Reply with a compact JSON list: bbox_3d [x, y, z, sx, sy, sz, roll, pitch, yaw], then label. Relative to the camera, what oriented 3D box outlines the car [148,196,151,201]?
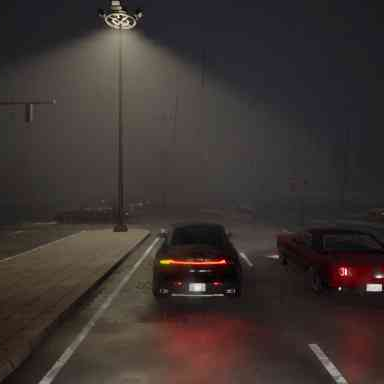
[{"bbox_3d":[-10.989,1.552,79.180,1.994,1.385,4.181,0,0,0],"label":"car"}]

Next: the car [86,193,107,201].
[{"bbox_3d":[-14.759,1.221,51.895,2.150,2.045,5.566,0,0,0],"label":"car"}]

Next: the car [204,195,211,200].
[{"bbox_3d":[4.362,1.595,94.810,1.895,1.301,4.718,0,0,2],"label":"car"}]

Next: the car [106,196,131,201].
[{"bbox_3d":[-11.267,1.601,51.345,1.895,1.301,4.718,0,0,0],"label":"car"}]

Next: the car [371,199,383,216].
[{"bbox_3d":[20.171,1.478,31.882,5.008,1.535,1.882,0,0,1],"label":"car"}]

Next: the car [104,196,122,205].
[{"bbox_3d":[-14.651,1.547,62.144,2.033,1.411,5.357,0,0,1],"label":"car"}]

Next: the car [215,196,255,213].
[{"bbox_3d":[4.974,1.526,37.023,1.812,1.442,4.674,-1,1,-32],"label":"car"}]

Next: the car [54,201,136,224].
[{"bbox_3d":[-7.040,1.547,24.123,5.357,1.411,2.033,0,0,-3],"label":"car"}]

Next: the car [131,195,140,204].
[{"bbox_3d":[-11.185,1.505,60.355,1.837,1.490,4.892,0,0,1],"label":"car"}]

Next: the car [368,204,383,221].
[{"bbox_3d":[15.870,1.477,24.905,5.008,1.535,1.882,0,0,0],"label":"car"}]

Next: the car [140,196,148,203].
[{"bbox_3d":[-11.056,1.595,69.329,1.895,1.301,4.718,0,0,0],"label":"car"}]

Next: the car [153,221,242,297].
[{"bbox_3d":[0.127,1.505,8.540,1.837,1.490,4.892,0,0,1],"label":"car"}]

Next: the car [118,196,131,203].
[{"bbox_3d":[-14.538,1.553,72.091,1.994,1.385,4.181,0,0,0],"label":"car"}]

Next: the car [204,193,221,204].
[{"bbox_3d":[4.021,1.221,65.667,2.150,2.045,5.566,0,0,0],"label":"car"}]

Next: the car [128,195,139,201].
[{"bbox_3d":[-14.456,1.517,82.295,1.812,1.442,4.674,0,0,1],"label":"car"}]

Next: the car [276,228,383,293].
[{"bbox_3d":[3.630,1.601,8.784,1.895,1.301,4.718,0,0,1],"label":"car"}]
